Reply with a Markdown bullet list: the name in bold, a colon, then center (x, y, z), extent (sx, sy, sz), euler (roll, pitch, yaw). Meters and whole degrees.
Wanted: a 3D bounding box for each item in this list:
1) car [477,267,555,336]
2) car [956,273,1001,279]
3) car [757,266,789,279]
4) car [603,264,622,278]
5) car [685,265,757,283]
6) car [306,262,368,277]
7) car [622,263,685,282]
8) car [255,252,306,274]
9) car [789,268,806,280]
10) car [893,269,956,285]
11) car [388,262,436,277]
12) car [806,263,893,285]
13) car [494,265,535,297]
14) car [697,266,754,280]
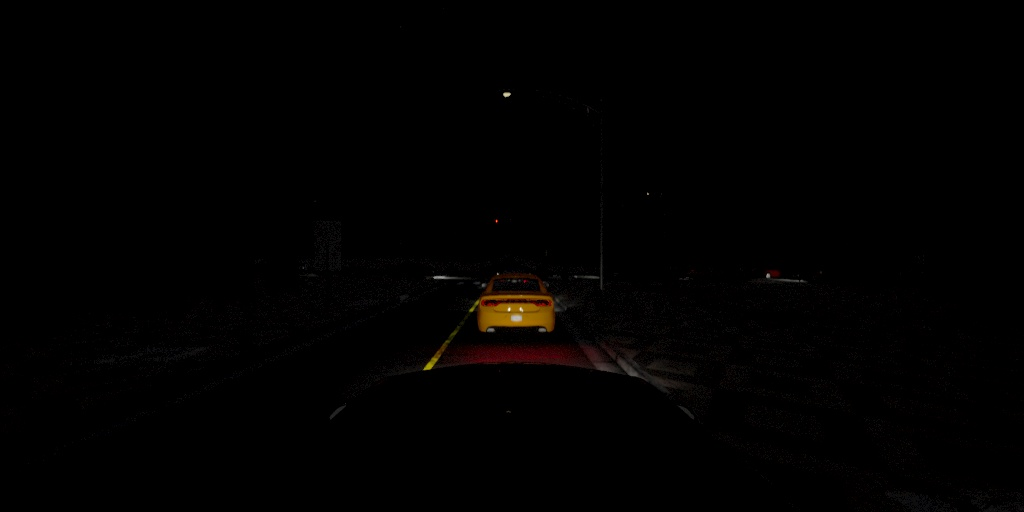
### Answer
- **car**: center (0.103, 1.232, 10.431), extent (1.882, 1.535, 5.008), euler (0, 0, 0)
- **car**: center (40.364, 2.013, 30.966), extent (4.207, 1.307, 1.802), euler (0, 0, 0)
- **car**: center (29.083, 1.788, 39.499), extent (4.507, 1.381, 1.888), euler (0, 0, 0)
- **car**: center (11.899, 1.476, 36.843), extent (4.892, 1.490, 1.837), euler (1, 0, 0)
- **car**: center (17.953, 1.588, 30.981), extent (4.829, 1.417, 1.751), euler (0, 0, 0)
- **car**: center (-14.767, 1.133, 30.905), extent (4.403, 1.370, 2.007), euler (0, 0, 0)
- **car**: center (12.141, 1.541, 30.984), extent (4.313, 1.339, 1.948), euler (0, 0, 0)
- **car**: center (-22.310, 0.699, 33.666), extent (5.566, 2.045, 2.150), euler (1, 0, 0)
- **car**: center (31.882, 1.794, 36.821), extent (4.892, 1.490, 1.837), euler (1, 0, 0)
- **car**: center (34.714, 1.881, 30.970), extent (4.507, 1.381, 1.888), euler (0, 0, 0)
- **car**: center (-9.145, 1.231, 32.997), extent (4.181, 1.385, 1.994), euler (1, 0, 9)
- **car**: center (29.070, 1.557, 30.973), extent (5.009, 1.841, 2.192), euler (0, 0, 0)
- **car**: center (0.110, 1.308, 20.257), extent (2.033, 1.411, 5.357), euler (0, 0, 0)
- **car**: center (21.817, 1.727, 36.836), extent (4.718, 1.301, 1.895), euler (1, 0, 0)
